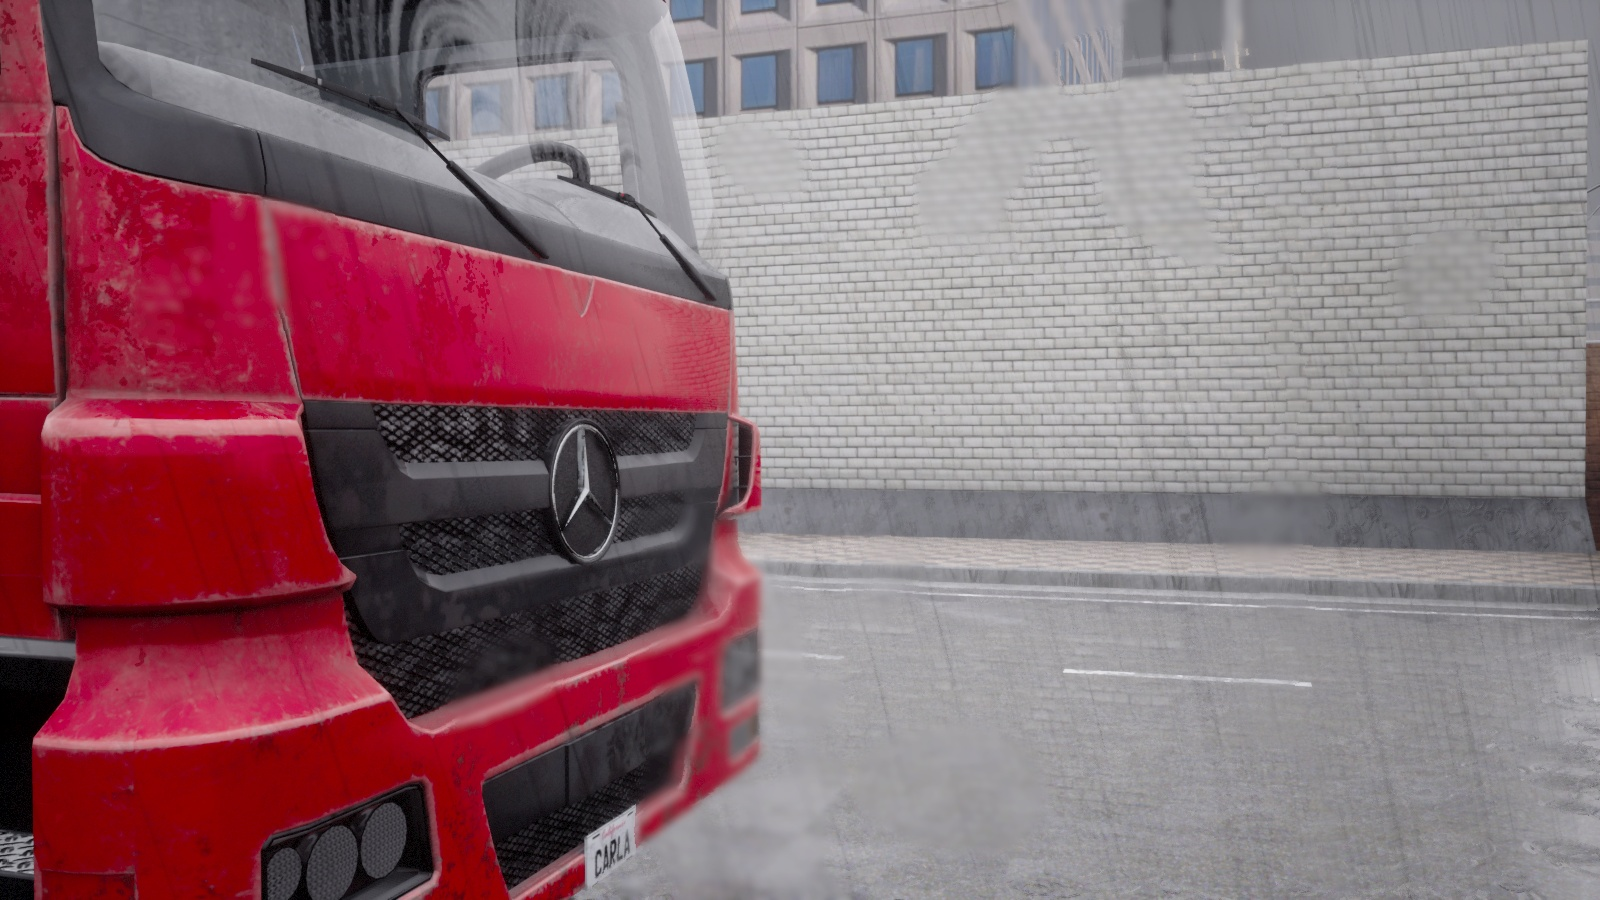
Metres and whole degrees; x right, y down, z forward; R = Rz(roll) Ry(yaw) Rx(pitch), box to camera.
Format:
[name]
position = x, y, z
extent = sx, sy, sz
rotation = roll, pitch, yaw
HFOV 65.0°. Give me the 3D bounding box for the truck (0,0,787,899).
[truck]
position = -4.275, -0.245, 4.614
extent = 7.936, 3.462, 2.891
rotation = 1, 1, 19
